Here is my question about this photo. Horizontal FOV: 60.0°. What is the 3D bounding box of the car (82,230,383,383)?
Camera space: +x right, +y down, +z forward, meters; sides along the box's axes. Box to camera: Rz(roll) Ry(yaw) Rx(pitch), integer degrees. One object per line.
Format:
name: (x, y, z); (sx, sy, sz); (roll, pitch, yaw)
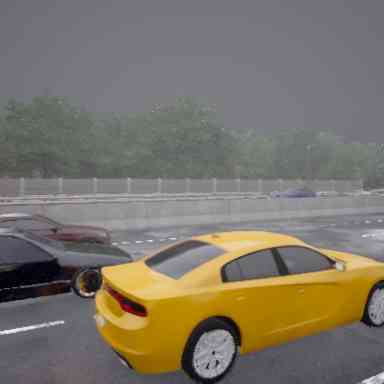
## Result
car: (1.077, 1.373, 5.234); (5.008, 1.535, 1.882); (-1, 1, -28)

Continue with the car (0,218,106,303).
car: (-3.882, 1.445, 6.572); (5.357, 1.411, 2.033); (-1, 1, -28)

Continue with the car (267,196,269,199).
car: (11.772, 0.643, 42.620); (4.902, 1.511, 2.128); (-1, 1, -27)

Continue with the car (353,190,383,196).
car: (17.452, 0.760, 33.755); (5.008, 1.535, 1.882); (0, 1, -27)

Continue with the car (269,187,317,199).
car: (12.157, 0.441, 38.876); (5.566, 2.045, 2.150); (0, 1, -27)

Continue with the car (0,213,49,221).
car: (-4.853, 1.366, 10.018); (4.674, 1.442, 1.812); (-1, 1, -28)

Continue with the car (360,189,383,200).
car: (28.521, 0.378, 51.402); (5.008, 1.535, 1.882); (-1, 1, -28)
